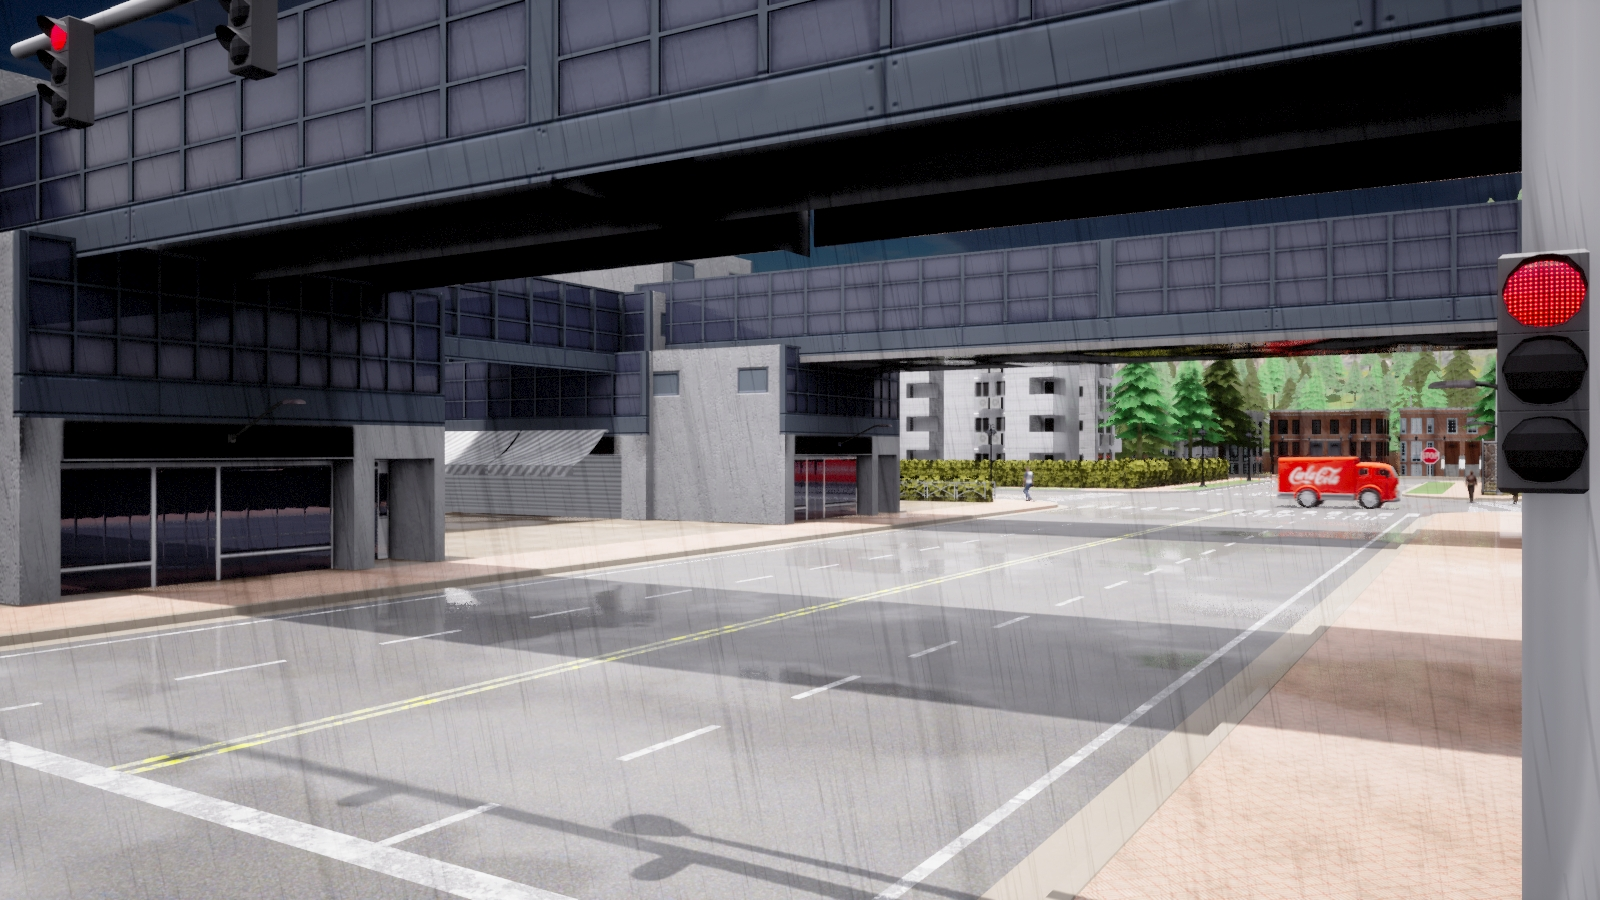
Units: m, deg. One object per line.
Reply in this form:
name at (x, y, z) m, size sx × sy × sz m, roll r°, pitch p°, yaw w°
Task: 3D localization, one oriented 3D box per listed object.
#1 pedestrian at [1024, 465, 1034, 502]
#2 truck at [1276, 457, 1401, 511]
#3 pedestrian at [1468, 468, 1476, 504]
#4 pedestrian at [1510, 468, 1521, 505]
pedestrian at (11.677, 1.696, 58.244) m, size 0.375 × 1.860 × 0.375 m, roll 0°, pitch 0°, yaw -36°
truck at (25.983, 1.568, 55.135) m, size 5.204 × 2.467 × 2.627 m, roll 0°, pitch 0°, yaw 32°
pedestrian at (34.884, 1.849, 59.302) m, size 0.375 × 1.860 × 0.375 m, roll 0°, pitch 0°, yaw 31°
pedestrian at (36.375, 1.848, 58.098) m, size 0.375 × 1.860 × 0.375 m, roll 0°, pitch 0°, yaw 19°
